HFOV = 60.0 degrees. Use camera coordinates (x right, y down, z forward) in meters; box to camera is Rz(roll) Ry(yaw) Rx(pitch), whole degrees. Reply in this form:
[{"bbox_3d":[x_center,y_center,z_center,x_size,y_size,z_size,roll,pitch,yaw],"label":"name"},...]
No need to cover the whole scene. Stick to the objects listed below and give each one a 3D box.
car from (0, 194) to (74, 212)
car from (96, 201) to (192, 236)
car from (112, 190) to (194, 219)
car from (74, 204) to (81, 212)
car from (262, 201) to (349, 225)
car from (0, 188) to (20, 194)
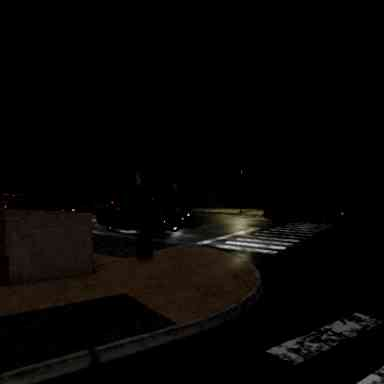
[{"bbox_3d":[-10.445,1.131,21.933,4.902,1.511,2.128,1,1,31],"label":"car"},{"bbox_3d":[-2.641,1.382,17.036,4.718,1.301,1.895,1,1,33],"label":"car"},{"bbox_3d":[-2.580,0.943,20.819,5.566,2.045,2.150,1,1,31],"label":"car"},{"bbox_3d":[-10.571,1.142,25.809,4.181,1.385,1.994,1,1,30],"label":"car"},{"bbox_3d":[7.528,1.324,22.322,5.357,1.411,2.033,1,1,33],"label":"car"},{"bbox_3d":[-23.638,0.454,41.127,5.566,2.045,2.150,1,1,30],"label":"car"}]
